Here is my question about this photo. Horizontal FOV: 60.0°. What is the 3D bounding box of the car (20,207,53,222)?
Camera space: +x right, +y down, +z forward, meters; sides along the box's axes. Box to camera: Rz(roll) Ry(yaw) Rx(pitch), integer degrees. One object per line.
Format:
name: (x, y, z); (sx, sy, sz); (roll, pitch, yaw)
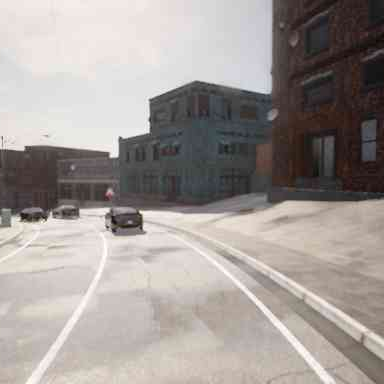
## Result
car: (-16.895, 2.360, 35.569); (1.882, 1.535, 5.008); (-2, -1, -40)

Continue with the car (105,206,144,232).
car: (-4.501, 1.658, 21.676); (1.882, 1.535, 5.008); (-1, -1, -21)

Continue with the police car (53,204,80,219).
police car: (-14.815, 2.221, 38.803); (1.930, 1.638, 5.238); (-3, -1, -40)
